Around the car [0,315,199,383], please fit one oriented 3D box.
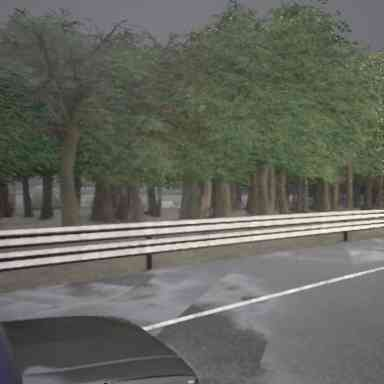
[{"bbox_3d":[-2.467,1.543,1.961,5.357,1.411,2.033,0,0,-35],"label":"car"}]
